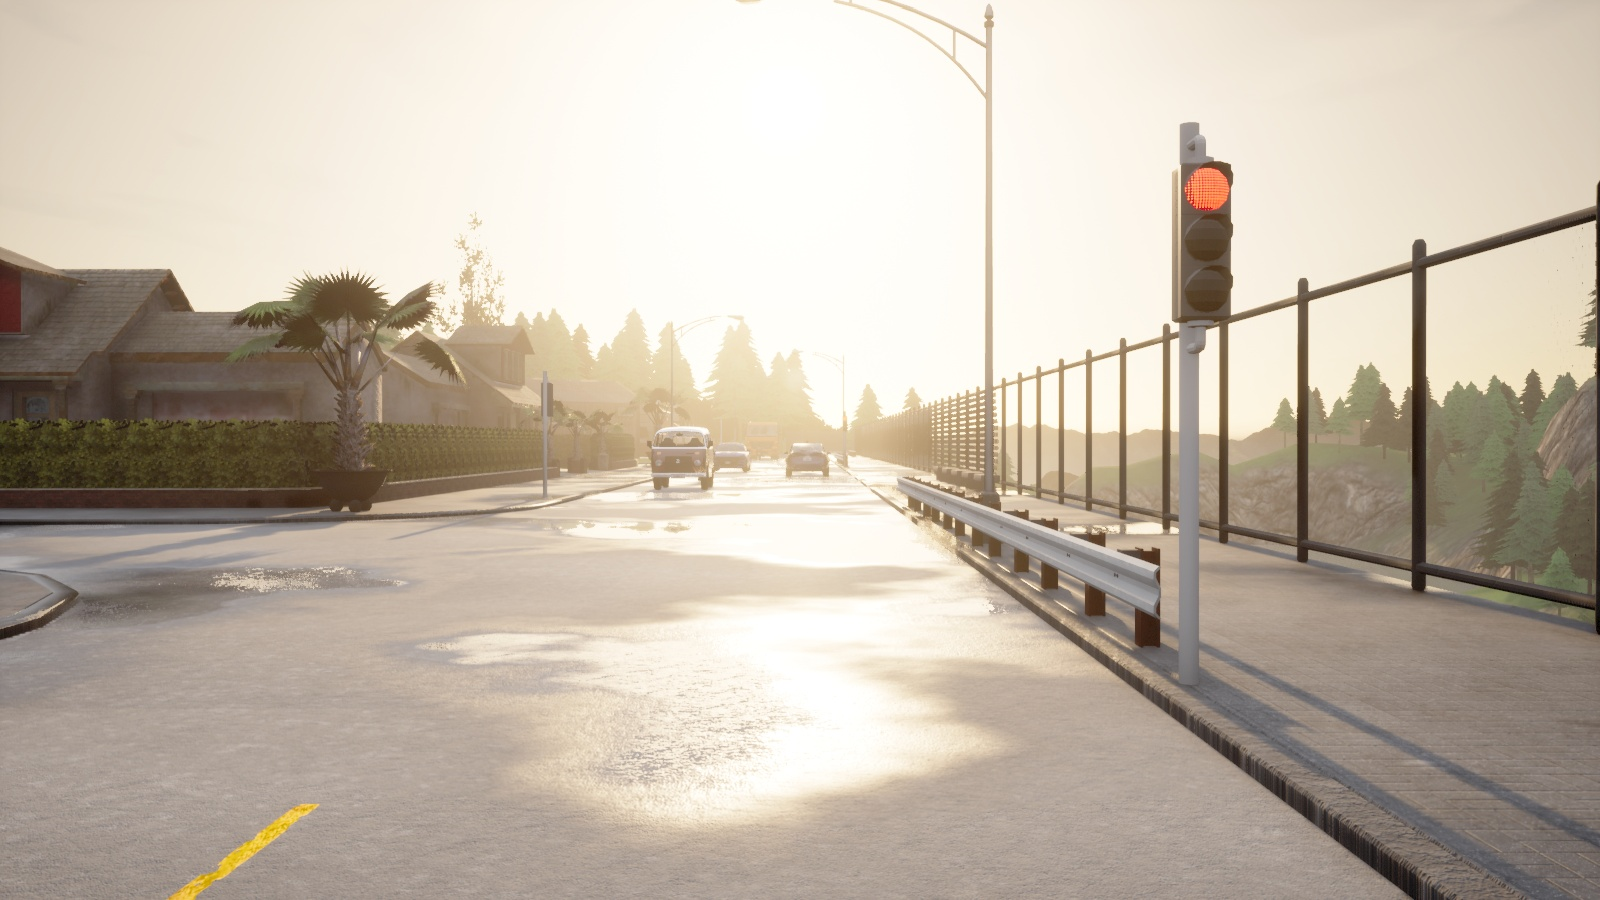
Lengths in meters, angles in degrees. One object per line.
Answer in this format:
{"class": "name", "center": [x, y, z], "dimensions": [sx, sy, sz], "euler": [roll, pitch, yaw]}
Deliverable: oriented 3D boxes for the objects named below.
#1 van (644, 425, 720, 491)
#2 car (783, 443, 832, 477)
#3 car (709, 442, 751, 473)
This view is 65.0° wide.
{"class": "van", "center": [-3.779, 0.236, 40.949], "dimensions": [2.069, 2.038, 4.480], "euler": [0, 0, 0]}
{"class": "car", "center": [0.337, 0.424, 57.103], "dimensions": [2.163, 1.488, 4.792], "euler": [0, 0, 0]}
{"class": "car", "center": [-3.605, 0.352, 65.402], "dimensions": [1.882, 1.535, 5.008], "euler": [0, 0, 1]}
